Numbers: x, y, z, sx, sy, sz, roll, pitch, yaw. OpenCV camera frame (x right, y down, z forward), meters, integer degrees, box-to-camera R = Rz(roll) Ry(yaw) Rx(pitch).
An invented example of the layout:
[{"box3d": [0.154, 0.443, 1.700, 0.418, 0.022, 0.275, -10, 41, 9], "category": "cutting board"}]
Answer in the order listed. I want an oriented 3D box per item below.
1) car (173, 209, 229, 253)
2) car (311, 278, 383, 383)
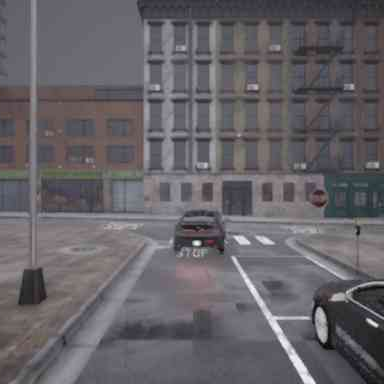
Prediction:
[{"box3d": [0.447, 1.446, 13.421, 1.837, 1.490, 4.892, 0, 0, 7], "category": "car"}, {"box3d": [2.645, 1.534, 3.403, 2.008, 1.369, 4.403, 0, 0, 0], "category": "car"}]
